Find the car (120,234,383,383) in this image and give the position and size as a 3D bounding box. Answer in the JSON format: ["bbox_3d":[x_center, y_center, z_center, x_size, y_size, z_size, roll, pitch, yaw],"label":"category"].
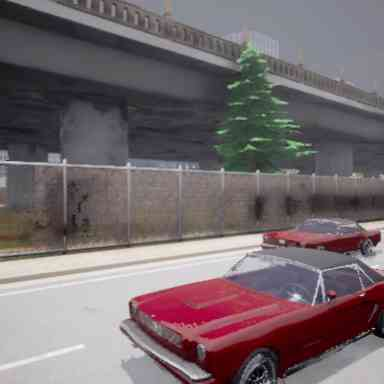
[{"bbox_3d":[1.403,1.605,5.007,4.718,1.301,1.895,0,0,-36],"label":"car"}]

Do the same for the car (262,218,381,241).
[{"bbox_3d":[4.579,1.607,11.618,4.718,1.301,1.895,0,0,-36],"label":"car"}]
